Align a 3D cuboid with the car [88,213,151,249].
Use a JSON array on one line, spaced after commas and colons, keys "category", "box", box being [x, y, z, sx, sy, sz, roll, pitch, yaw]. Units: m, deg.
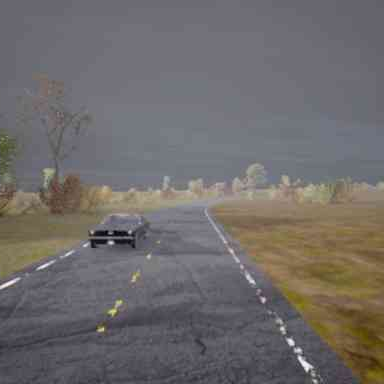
[{"category": "car", "box": [-3.053, 1.615, 14.761, 1.895, 1.301, 4.718, 0, 0, 0]}]
